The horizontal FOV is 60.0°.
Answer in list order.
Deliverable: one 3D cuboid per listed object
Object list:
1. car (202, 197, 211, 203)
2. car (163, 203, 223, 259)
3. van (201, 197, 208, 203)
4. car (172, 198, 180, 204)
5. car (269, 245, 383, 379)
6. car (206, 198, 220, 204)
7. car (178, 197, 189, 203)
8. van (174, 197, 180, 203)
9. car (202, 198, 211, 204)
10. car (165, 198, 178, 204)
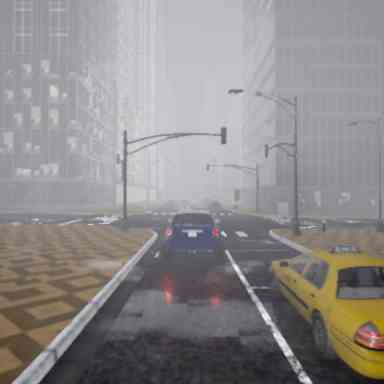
[{"bbox_3d":[3.701,2.133,78.882,2.192,1.841,5.009,0,-1,0],"label":"car"},{"bbox_3d":[0.078,1.491,13.396,2.097,1.767,4.553,0,-1,2],"label":"car"},{"bbox_3d":[3.609,2.313,95.465,1.690,1.788,3.998,0,-1,0],"label":"van"},{"bbox_3d":[-4.241,2.360,89.893,1.967,1.590,4.097,0,-1,0],"label":"car"},{"bbox_3d":[2.564,1.588,5.842,1.752,1.417,4.829,0,-1,0],"label":"car"},{"bbox_3d":[3.872,2.169,56.772,1.947,1.339,4.313,0,-1,0],"label":"car"},{"bbox_3d":[-1.569,2.264,70.678,1.812,1.442,4.674,0,-1,0],"label":"car"},{"bbox_3d":[-4.271,2.312,95.421,1.690,1.788,3.998,0,-1,0],"label":"van"},{"bbox_3d":[3.670,2.309,84.409,1.967,1.590,4.097,0,-1,0],"label":"car"},{"bbox_3d":[-4.088,2.240,62.255,1.802,1.307,4.206,0,-1,0],"label":"car"}]
